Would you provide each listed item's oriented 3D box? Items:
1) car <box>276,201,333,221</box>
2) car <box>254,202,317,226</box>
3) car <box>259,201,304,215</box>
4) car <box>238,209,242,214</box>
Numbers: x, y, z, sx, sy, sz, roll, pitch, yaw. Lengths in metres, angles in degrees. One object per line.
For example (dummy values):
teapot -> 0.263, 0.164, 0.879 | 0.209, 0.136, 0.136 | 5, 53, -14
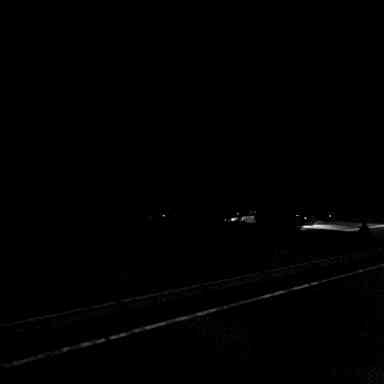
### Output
car -> 8.981, 1.586, 27.250 | 2.128, 1.511, 4.902 | 0, -1, -39
car -> 6.622, 1.651, 24.601 | 1.994, 1.385, 4.181 | 0, -1, -39
car -> 9.962, 1.716, 37.349 | 1.812, 1.442, 4.674 | 0, -1, -41
car -> 2.734, 1.787, 34.667 | 2.033, 1.411, 5.357 | 0, -1, -42
